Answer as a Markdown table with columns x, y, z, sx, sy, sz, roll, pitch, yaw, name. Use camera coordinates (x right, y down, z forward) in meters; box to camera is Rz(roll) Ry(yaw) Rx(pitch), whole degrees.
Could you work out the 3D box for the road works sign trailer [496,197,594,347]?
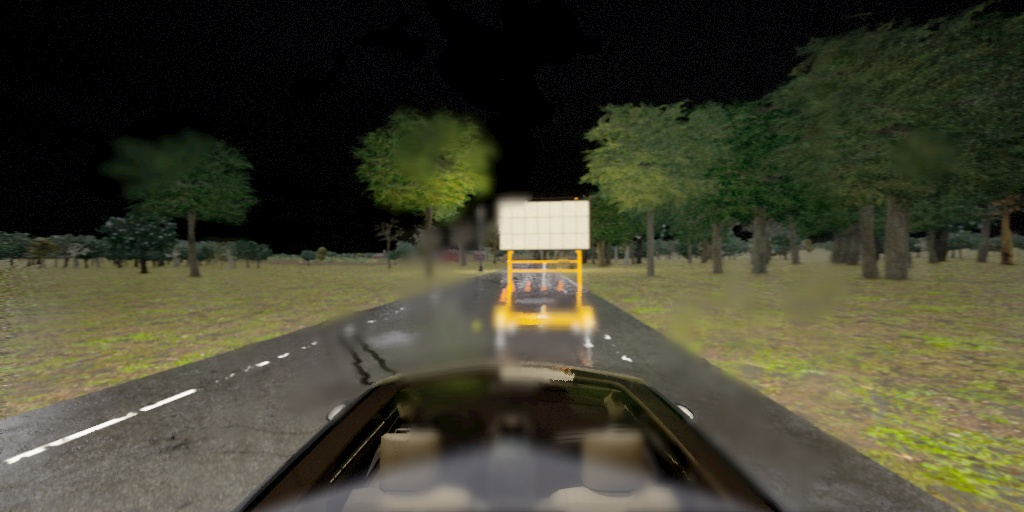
| x | y | z | sx | sy | sz | roll | pitch | yaw | name |
| --- | --- | --- | --- | --- | --- | --- | --- | --- | --- |
| 0.878 | 0.265 | 9.534 | 2.380 | 3.560 | 2.880 | 0 | 0 | 6 | road works sign trailer |
